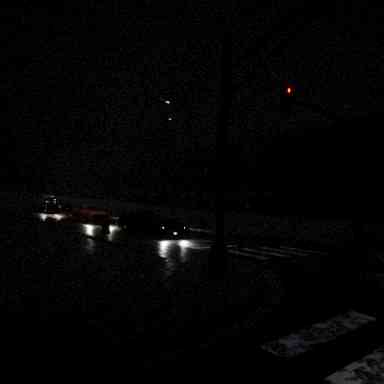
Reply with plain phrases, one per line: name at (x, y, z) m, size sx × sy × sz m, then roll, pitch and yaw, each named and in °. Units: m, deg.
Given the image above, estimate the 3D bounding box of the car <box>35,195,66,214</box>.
car at (-17.089, 1.667, 39.675) m, size 2.097 × 1.767 × 4.553 m, roll 4°, pitch -2°, yaw -35°

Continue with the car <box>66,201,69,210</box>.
car at (-17.714, 1.939, 45.454) m, size 2.128 × 1.511 × 4.902 m, roll 4°, pitch -2°, yaw -35°

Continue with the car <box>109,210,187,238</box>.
car at (-2.489, 1.760, 19.229) m, size 2.033 × 1.411 × 5.357 m, roll 4°, pitch -3°, yaw -38°

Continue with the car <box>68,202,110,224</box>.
car at (-8.378, 1.770, 27.491) m, size 1.882 × 1.535 × 5.008 m, roll 4°, pitch -2°, yaw -36°
